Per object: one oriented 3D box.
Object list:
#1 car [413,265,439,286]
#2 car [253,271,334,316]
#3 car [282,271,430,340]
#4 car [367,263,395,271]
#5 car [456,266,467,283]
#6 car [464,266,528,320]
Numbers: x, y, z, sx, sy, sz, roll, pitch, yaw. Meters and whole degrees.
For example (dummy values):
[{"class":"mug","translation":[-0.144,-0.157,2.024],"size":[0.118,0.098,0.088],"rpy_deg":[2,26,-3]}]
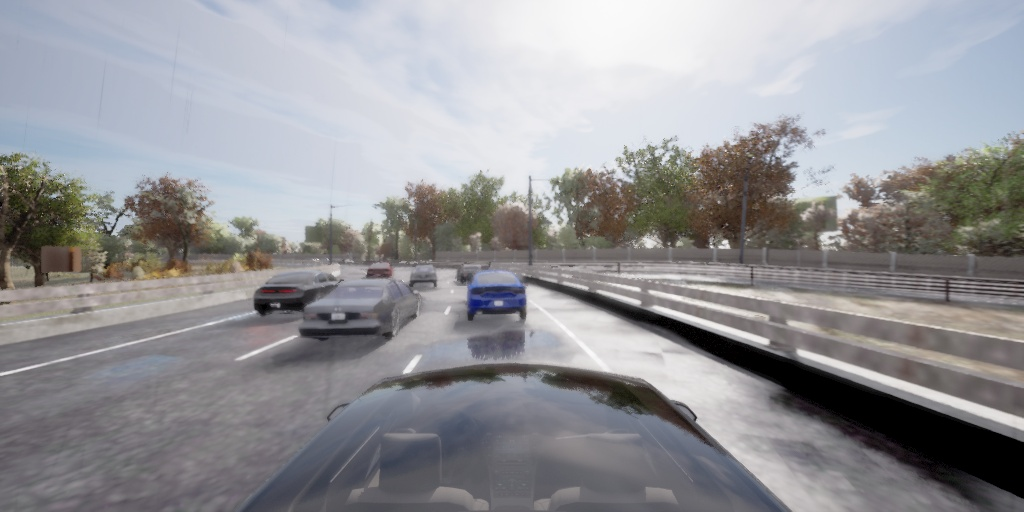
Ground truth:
[{"class":"car","translation":[-6.250,1.367,25.651],"size":[2.033,1.411,5.357],"rpy_deg":[0,0,-12]},{"class":"car","translation":[-7.778,1.316,13.778],"size":[1.837,1.490,4.892],"rpy_deg":[0,0,-6]},{"class":"car","translation":[-3.863,1.331,10.116],"size":[2.033,1.411,5.357],"rpy_deg":[0,0,-4]},{"class":"car","translation":[-10.964,1.328,30.128],"size":[1.882,1.535,5.008],"rpy_deg":[0,0,-15]},{"class":"car","translation":[-3.335,1.409,28.502],"size":[1.895,1.301,4.718],"rpy_deg":[0,0,-13]},{"class":"car","translation":[-0.641,1.248,12.922],"size":[1.882,1.535,5.008],"rpy_deg":[0,-1,-6]}]
